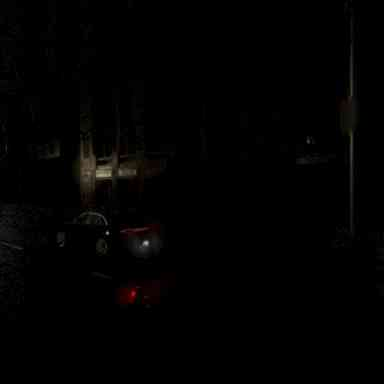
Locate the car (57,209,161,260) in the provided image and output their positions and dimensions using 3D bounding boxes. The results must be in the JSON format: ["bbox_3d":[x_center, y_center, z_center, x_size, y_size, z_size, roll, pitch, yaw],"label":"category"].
[{"bbox_3d":[-3.172,1.367,11.988,4.902,1.511,2.128,0,1,44],"label":"car"}]
